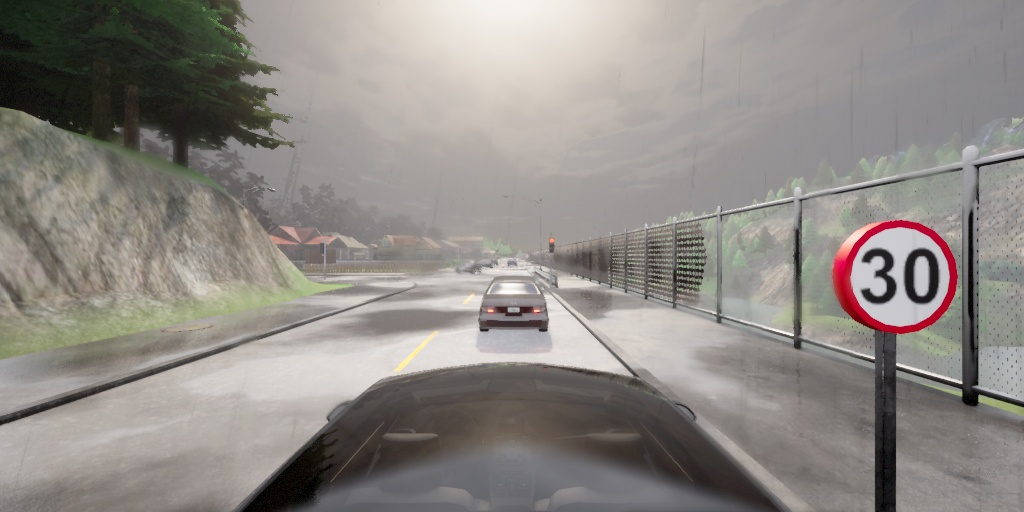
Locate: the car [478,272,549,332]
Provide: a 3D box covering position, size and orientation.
[{"bbox_3d":[0.052,1.297,10.835,2.033,1.411,5.357,0,0,0],"label":"car"}]

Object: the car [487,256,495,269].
[{"bbox_3d":[-4.066,1.227,56.322,1.882,1.535,5.008,0,0,0],"label":"car"}]

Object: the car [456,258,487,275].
[{"bbox_3d":[-4.685,1.242,39.375,2.128,1.511,4.902,0,0,10],"label":"car"}]
